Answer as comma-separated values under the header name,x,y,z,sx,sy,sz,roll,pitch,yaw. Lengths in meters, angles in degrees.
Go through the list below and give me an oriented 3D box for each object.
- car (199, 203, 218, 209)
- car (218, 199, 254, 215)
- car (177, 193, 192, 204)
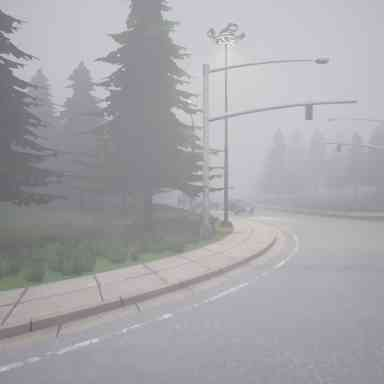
name,x,y,z,sx,sy,sz,roll,pitch,yaw
car,2.092,1.601,43.907,1.895,1.301,4.718,0,0,-16
car,4.735,1.492,34.265,2.128,1.511,4.902,0,0,-15
car,-0.830,1.221,54.060,2.150,2.045,5.566,0,0,-17
